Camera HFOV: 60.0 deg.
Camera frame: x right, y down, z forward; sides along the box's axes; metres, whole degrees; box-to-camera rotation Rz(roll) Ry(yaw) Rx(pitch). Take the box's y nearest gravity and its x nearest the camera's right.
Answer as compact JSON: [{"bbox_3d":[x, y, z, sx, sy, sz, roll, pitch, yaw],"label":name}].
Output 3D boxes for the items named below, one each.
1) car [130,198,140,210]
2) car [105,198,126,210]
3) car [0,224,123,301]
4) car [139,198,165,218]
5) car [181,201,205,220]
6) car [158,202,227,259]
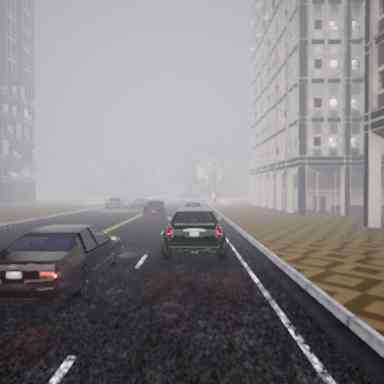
[{"bbox_3d":[-6.590,1.472,42.441,2.033,1.411,5.357,0,0,0],"label":"car"},{"bbox_3d":[-9.835,1.449,42.727,1.812,1.442,4.674,0,0,0],"label":"car"},{"bbox_3d":[-3.182,1.535,8.483,2.033,1.411,5.357,0,0,0],"label":"car"},{"bbox_3d":[-3.157,1.429,29.743,1.882,1.535,5.008,0,0,0],"label":"car"},{"bbox_3d":[0.089,1.517,28.797,1.994,1.385,4.181,0,0,0],"label":"car"},{"bbox_3d":[0.085,1.334,12.592,2.097,1.767,4.553,0,0,0],"label":"car"}]
